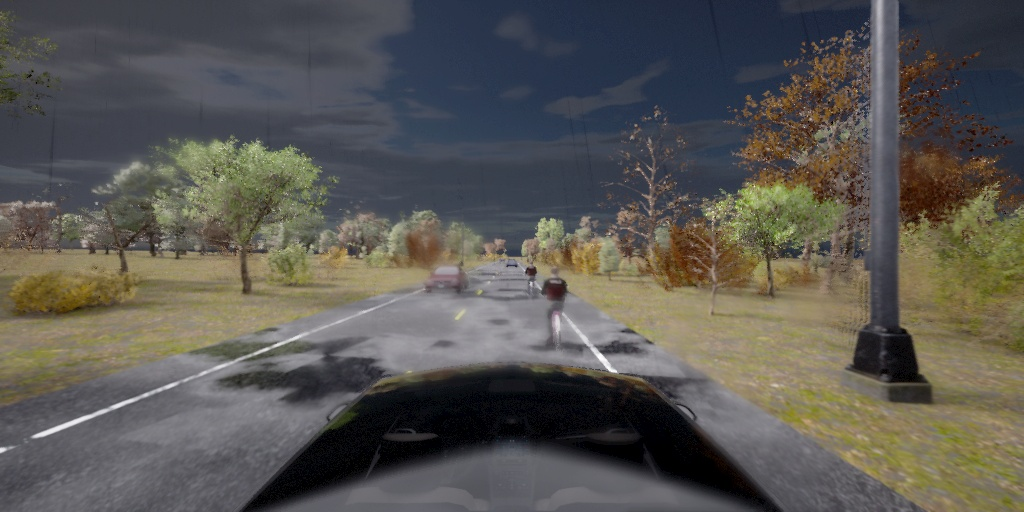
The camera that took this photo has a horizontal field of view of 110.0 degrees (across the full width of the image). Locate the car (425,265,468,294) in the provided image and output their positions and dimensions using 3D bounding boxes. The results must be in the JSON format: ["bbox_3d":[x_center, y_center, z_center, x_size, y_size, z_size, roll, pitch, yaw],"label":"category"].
[{"bbox_3d":[-3.606,1.275,20.525,1.812,1.442,4.674,0,0,0],"label":"car"}]

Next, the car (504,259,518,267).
[{"bbox_3d":[0.008,1.346,65.289,1.994,1.385,4.181,0,0,1],"label":"car"}]

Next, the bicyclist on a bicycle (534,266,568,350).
[{"bbox_3d":[0.958,1.119,8.153,0.659,1.776,1.843,0,0,0],"label":"bicyclist on a bicycle"}]

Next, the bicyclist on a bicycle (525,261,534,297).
[{"bbox_3d":[0.954,1.119,17.895,0.659,1.776,1.843,0,0,0],"label":"bicyclist on a bicycle"}]
